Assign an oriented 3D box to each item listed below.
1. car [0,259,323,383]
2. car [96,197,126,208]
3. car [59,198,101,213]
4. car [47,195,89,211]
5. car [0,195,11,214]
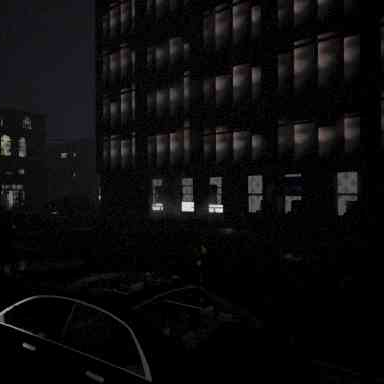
[{"bbox_3d":[-0.955,1.551,3.557,4.403,1.369,2.008,0,0,35],"label":"car"},{"bbox_3d":[-12.416,1.643,51.170,1.967,1.590,4.097,-1,-1,36],"label":"car"},{"bbox_3d":[-12.190,1.684,37.264,1.802,1.307,4.206,-1,-1,36],"label":"car"},{"bbox_3d":[-15.581,1.366,42.470,2.150,2.045,5.566,0,-1,37],"label":"car"},{"bbox_3d":[-21.696,1.315,34.166,2.150,2.045,5.566,0,-1,36],"label":"car"}]
